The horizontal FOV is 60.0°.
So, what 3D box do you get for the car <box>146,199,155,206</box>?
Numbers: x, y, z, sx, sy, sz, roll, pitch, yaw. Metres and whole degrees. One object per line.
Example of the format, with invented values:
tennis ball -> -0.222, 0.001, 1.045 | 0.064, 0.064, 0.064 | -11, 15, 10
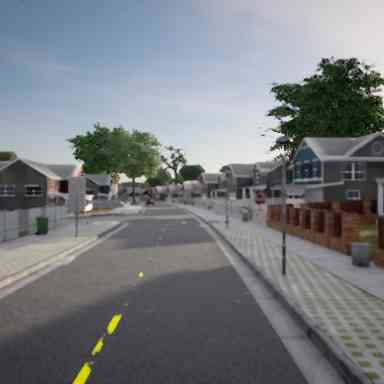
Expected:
car -> -9.692, 2.377, 77.179 | 1.882, 1.535, 5.008 | 0, -1, -10
